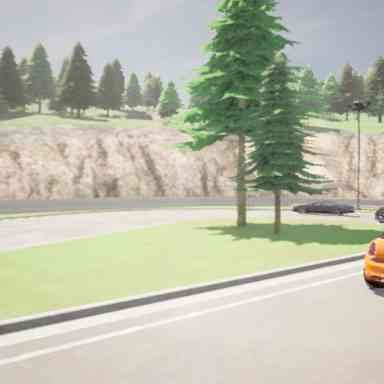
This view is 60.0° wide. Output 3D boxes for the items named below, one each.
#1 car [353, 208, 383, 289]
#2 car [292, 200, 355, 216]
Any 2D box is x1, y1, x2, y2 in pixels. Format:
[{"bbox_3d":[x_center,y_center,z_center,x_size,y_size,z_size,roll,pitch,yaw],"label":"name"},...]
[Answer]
[{"bbox_3d":[6.135,1.339,7.878,4.553,1.767,2.097,0,1,-34],"label":"car"},{"bbox_3d":[12.090,1.437,30.752,5.357,1.411,2.033,0,0,31],"label":"car"}]
